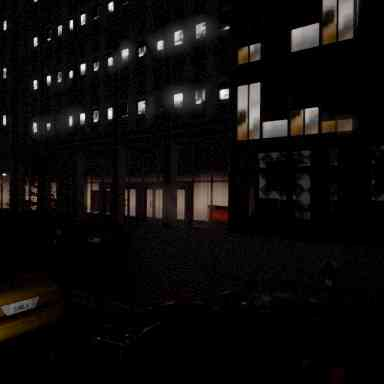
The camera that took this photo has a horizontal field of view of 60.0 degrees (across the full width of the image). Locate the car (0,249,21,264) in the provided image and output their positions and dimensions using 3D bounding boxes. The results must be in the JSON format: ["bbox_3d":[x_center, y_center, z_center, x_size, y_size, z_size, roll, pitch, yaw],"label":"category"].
[{"bbox_3d":[-4.202,1.524,5.880,4.829,1.417,1.752,0,1,36],"label":"car"}]

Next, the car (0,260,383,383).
[{"bbox_3d":[0.555,1.440,2.470,4.097,1.590,1.967,0,1,36],"label":"car"}]
